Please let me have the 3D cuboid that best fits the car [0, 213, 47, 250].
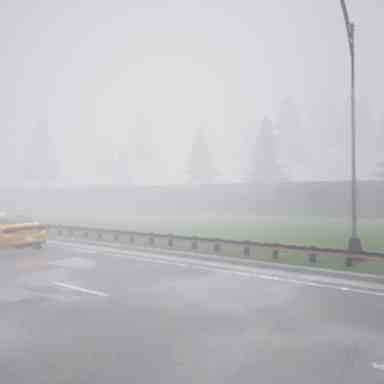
[{"bbox_3d":[-8.122,1.613,13.980,5.008,1.535,1.882,0,0,36],"label":"car"}]
